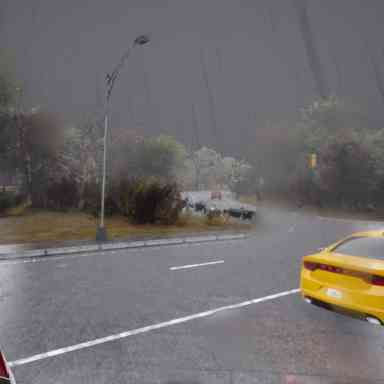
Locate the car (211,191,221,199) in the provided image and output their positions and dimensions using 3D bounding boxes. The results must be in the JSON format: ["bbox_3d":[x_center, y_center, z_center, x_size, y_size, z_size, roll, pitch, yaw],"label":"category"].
[{"bbox_3d":[5.737,0.741,78.963,2.150,2.045,5.566,2,2,-1],"label":"car"}]

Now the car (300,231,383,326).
[{"bbox_3d":[4.352,1.542,6.855,5.008,1.535,1.882,1,-1,-35],"label":"car"}]

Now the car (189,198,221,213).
[{"bbox_3d":[1.773,1.926,43.099,2.128,1.511,4.902,2,0,-19],"label":"car"}]

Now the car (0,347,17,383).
[{"bbox_3d":[-3.240,1.353,1.440,4.553,1.767,2.097,0,0,-35],"label":"car"}]

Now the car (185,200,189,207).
[{"bbox_3d":[-1.046,1.726,52.688,1.994,1.385,4.181,2,1,-14],"label":"car"}]

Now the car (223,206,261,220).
[{"bbox_3d":[5.105,2.147,34.294,1.895,1.301,4.718,3,-1,-22],"label":"car"}]
